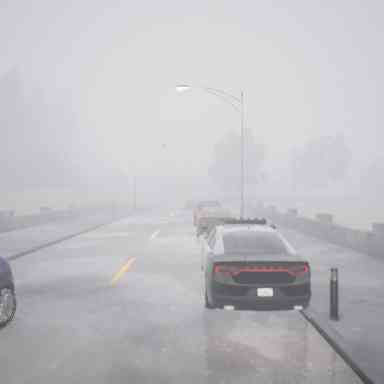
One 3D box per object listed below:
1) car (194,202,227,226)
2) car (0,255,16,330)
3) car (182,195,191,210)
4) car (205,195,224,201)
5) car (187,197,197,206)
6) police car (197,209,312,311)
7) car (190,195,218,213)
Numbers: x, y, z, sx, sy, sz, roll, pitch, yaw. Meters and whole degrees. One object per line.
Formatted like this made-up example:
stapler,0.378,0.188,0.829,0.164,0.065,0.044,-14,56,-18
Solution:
car,1.201,1.512,17.919,1.882,1.535,5.008,0,0,0
car,-4.099,1.360,3.846,2.097,1.767,4.553,0,0,0
car,0.016,1.575,44.746,2.128,1.511,4.902,0,0,1
car,6.318,1.630,93.365,5.357,1.415,2.033,0,0,-40
car,0.006,1.614,58.608,1.837,1.490,4.892,0,0,0
police car,1.201,1.441,8.029,1.930,1.638,5.238,0,0,0
car,1.148,1.345,23.889,2.097,1.767,4.553,-3,0,0
